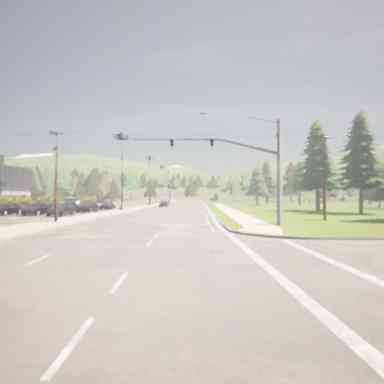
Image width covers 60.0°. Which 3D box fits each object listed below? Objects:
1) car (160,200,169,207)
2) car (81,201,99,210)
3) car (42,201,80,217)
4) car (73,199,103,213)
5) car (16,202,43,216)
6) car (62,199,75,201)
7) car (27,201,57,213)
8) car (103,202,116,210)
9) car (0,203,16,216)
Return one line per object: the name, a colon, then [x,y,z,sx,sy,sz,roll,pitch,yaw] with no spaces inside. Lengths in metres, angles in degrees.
car: [-6.207,2.619,75.175,2.033,1.411,5.357,0,-1,1]
car: [-18.097,2.395,59.191,1.994,1.385,4.181,0,-1,1]
car: [-15.145,2.065,38.690,1.812,1.442,4.674,0,-1,2]
car: [-14.872,2.149,47.770,1.882,1.535,5.008,0,-1,1]
car: [-18.602,2.058,39.959,1.837,1.490,4.892,0,-1,2]
car: [-18.335,2.194,49.346,1.837,1.490,4.892,0,-1,1]
car: [-21.853,2.166,48.658,2.128,1.511,4.902,0,-1,1]
car: [-14.628,2.381,57.854,1.994,1.385,4.181,0,-1,1]
car: [-22.108,2.047,39.529,1.837,1.490,4.892,0,-1,2]
